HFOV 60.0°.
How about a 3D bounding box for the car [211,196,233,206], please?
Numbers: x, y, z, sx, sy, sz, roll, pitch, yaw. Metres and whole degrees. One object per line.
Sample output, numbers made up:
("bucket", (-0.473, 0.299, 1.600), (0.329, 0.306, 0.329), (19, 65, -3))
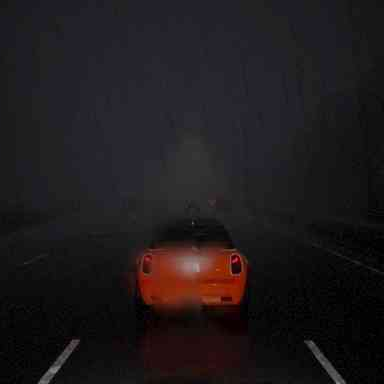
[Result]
("car", (3.509, 1.478, 37.792), (1.882, 1.535, 5.008), (0, 0, 0))

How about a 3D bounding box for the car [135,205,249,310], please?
("car", (0.002, 1.352, 7.969), (2.097, 1.767, 4.553), (0, 0, 0))

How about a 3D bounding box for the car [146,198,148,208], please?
("car", (-6.988, 1.564, 48.226), (1.994, 1.385, 4.181), (0, 0, 0))

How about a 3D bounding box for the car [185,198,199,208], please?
("car", (0.012, 1.601, 48.287), (1.895, 1.301, 4.718), (0, 0, 0))

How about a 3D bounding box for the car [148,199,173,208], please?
("car", (-3.491, 1.478, 37.794), (1.882, 1.535, 5.008), (0, 0, 0))

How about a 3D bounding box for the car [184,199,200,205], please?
("car", (0.009, 1.601, 38.239), (1.895, 1.301, 4.718), (0, 0, 0))

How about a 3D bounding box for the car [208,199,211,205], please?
("car", (3.512, 1.352, 48.179), (2.097, 1.767, 4.553), (0, 0, 0))

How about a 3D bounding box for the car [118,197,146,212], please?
("car", (-6.991, 1.352, 38.148), (2.097, 1.767, 4.553), (0, 0, 0))

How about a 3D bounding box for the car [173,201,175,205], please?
("car", (-3.488, 1.601, 48.258), (1.895, 1.301, 4.718), (0, 0, 0))
